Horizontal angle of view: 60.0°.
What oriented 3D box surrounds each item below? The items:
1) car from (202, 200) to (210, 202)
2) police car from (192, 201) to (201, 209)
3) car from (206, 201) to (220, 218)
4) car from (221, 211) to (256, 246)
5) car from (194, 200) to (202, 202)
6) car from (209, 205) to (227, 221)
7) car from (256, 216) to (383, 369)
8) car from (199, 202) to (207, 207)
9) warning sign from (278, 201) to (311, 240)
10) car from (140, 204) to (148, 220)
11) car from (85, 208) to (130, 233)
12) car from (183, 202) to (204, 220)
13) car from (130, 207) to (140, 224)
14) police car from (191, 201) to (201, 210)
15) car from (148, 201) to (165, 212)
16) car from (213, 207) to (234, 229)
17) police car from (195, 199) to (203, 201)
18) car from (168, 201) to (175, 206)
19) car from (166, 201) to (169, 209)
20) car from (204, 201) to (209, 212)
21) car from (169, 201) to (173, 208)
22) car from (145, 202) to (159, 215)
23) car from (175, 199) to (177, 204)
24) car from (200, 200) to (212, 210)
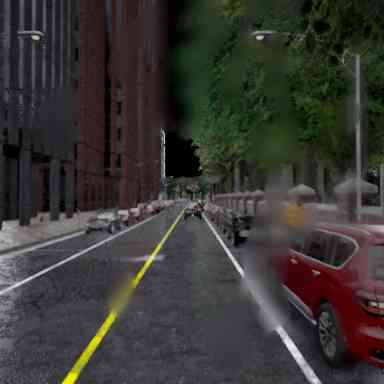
[{"bbox_3d":[2.744,2.507,55.110,1.752,1.417,4.829,0,-1,0],"label":"car"},{"bbox_3d":[0.876,2.727,72.596,1.930,1.638,5.238,0,-1,0],"label":"police car"},{"bbox_3d":[2.752,2.027,33.119,1.967,1.590,4.097,0,-1,0],"label":"car"},{"bbox_3d":[2.757,1.860,16.749,1.947,1.339,4.313,0,-1,0],"label":"car"},{"bbox_3d":[0.075,2.307,46.751,1.882,1.535,5.008,0,-1,0],"label":"car"},{"bbox_3d":[2.753,2.040,27.661,2.008,1.369,4.403,0,-1,0],"label":"car"},{"bbox_3d":[2.761,1.415,5.843,2.192,1.841,5.009,0,-1,0],"label":"car"},{"bbox_3d":[2.735,3.046,82.217,1.947,1.339,4.313,0,-1,0],"label":"car"},{"bbox_3d":[5.062,1.406,16.501,1.300,1.860,1.060,0,-1,0],"label":"warning sign"},{"bbox_3d":[-5.774,2.165,33.107,1.802,1.307,4.206,0,-1,0],"label":"car"},{"bbox_3d":[-5.770,1.938,22.195,2.008,1.369,4.403,0,-1,0],"label":"car"},{"bbox_3d":[0.088,2.142,35.965,1.837,1.490,4.892,0,-1,0],"label":"car"},{"bbox_3d":[-5.772,2.067,27.651,1.802,1.307,4.206,0,-1,0],"label":"car"},{"bbox_3d":[0.859,2.617,66.596,1.930,1.638,5.238,0,-1,0],"label":"police car"},{"bbox_3d":[-5.779,2.191,49.480,2.192,1.841,5.009,0,-1,0],"label":"car"},{"bbox_3d":[2.755,1.942,22.205,2.008,1.369,4.403,0,-1,0],"label":"car"},{"bbox_3d":[0.881,2.434,56.598,1.930,1.638,5.238,0,-1,0],"label":"police car"},{"bbox_3d":[-5.794,3.201,92.955,1.752,1.417,4.829,0,-1,0],"label":"car"},{"bbox_3d":[-5.783,2.619,60.388,1.887,1.381,4.507,0,-1,0],"label":"car"},{"bbox_3d":[2.750,2.124,38.574,1.967,1.590,4.097,0,-1,0],"label":"car"},{"bbox_3d":[-5.787,2.715,71.302,1.967,1.590,4.097,0,-1,0],"label":"car"},{"bbox_3d":[-5.777,2.360,44.019,1.802,1.307,4.206,0,-1,0],"label":"car"},{"bbox_3d":[-5.792,3.017,87.671,1.967,1.590,4.097,0,-1,0],"label":"car"},{"bbox_3d":[2.740,2.493,65.855,2.192,1.841,5.009,0,-1,0],"label":"car"}]
